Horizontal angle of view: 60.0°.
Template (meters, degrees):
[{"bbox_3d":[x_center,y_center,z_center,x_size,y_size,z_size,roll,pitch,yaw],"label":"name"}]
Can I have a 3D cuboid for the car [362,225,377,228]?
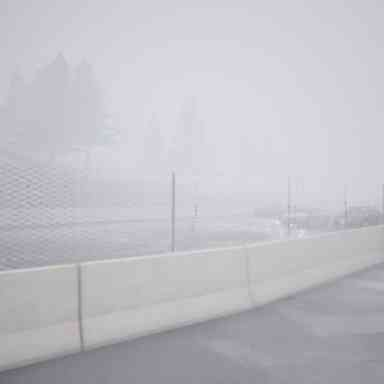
[{"bbox_3d":[11.225,1.720,22.228,4.902,1.511,2.128,1,-1,-42],"label":"car"}]
